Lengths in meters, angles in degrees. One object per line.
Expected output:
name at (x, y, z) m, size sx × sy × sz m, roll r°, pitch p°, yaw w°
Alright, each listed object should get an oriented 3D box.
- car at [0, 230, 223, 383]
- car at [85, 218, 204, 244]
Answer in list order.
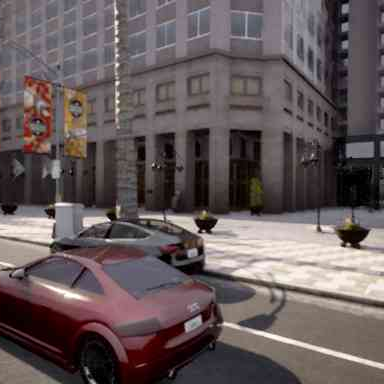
car at (-1.623, 1.530, 5.145) m, size 4.181 × 1.385 × 1.994 m, roll 1°, pitch 0°, yaw 35°
car at (-1.909, 1.458, 9.136) m, size 4.786 × 1.482 × 2.161 m, roll 1°, pitch 0°, yaw 35°
